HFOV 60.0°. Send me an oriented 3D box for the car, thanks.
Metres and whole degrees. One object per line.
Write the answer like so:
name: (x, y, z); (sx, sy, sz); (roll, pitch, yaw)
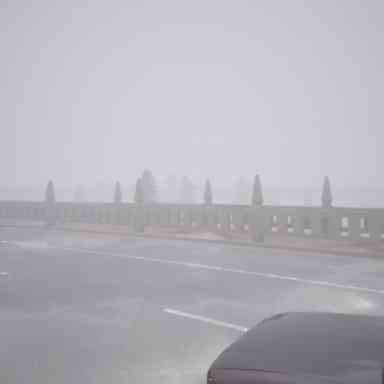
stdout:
car: (2.646, 1.532, 2.030); (5.357, 1.411, 2.033); (0, 0, 36)
